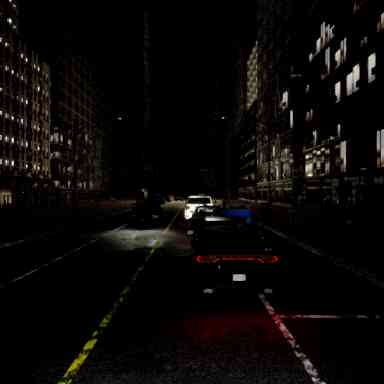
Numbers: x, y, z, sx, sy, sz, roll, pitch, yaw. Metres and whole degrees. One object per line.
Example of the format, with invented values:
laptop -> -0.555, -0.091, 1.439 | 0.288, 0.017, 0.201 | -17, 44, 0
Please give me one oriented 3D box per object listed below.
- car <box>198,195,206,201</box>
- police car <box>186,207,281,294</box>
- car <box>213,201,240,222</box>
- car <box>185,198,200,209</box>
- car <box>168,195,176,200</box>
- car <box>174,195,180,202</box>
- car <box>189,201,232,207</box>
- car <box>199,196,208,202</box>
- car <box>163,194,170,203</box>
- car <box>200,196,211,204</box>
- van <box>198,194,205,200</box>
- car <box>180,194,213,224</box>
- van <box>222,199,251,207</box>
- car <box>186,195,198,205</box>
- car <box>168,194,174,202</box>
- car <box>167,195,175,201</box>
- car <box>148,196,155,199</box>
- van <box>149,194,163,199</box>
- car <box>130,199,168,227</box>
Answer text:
car -> 2.679, 1.555, 89.086 | 1.887, 1.381, 4.507 | 0, 0, 0
police car -> 0.900, 1.425, 8.913 | 1.930, 1.638, 5.238 | 0, 0, 0
car -> 2.686, 1.526, 26.908 | 1.752, 1.417, 4.829 | 0, 0, 0
car -> 0.014, 1.568, 46.199 | 1.994, 1.385, 4.181 | 0, 0, 0
car -> -5.702, 1.577, 94.754 | 1.947, 1.339, 4.313 | 0, 0, 0
car -> -3.007, 1.534, 76.948 | 1.812, 1.442, 4.674 | 0, 0, 0
car -> 0.899, 1.478, 18.804 | 1.882, 1.535, 5.008 | 0, 0, 0
car -> 2.681, 1.554, 77.750 | 1.887, 1.381, 4.507 | 0, 0, 0
car -> -5.698, 1.557, 60.746 | 2.008, 1.369, 4.403 | 0, 0, 0
car -> 2.682, 1.558, 66.414 | 2.008, 1.369, 4.403 | 0, 0, 0
van -> 2.679, 1.353, 94.754 | 1.690, 1.788, 3.998 | 0, 0, 0
car -> 0.658, 1.224, 24.913 | 2.150, 2.045, 5.566 | 0, 0, 4
van -> 2.686, 1.342, 21.070 | 1.690, 1.788, 3.998 | 0, 0, 0
car -> -0.006, 1.358, 60.130 | 2.097, 1.767, 4.553 | 0, 0, 0
car -> -5.700, 1.323, 72.082 | 2.192, 1.841, 5.009 | 0, 0, 0
car -> -5.701, 1.555, 89.087 | 1.887, 1.381, 4.507 | 0, 0, 0
car -> -5.695, 1.528, 37.904 | 1.752, 1.417, 4.829 | 0, 0, 0
van -> -5.697, 1.345, 49.411 | 1.690, 1.788, 3.998 | 0, 0, 0
car -> -3.002, 1.478, 22.904 | 1.882, 1.535, 5.008 | 0, 0, 0
